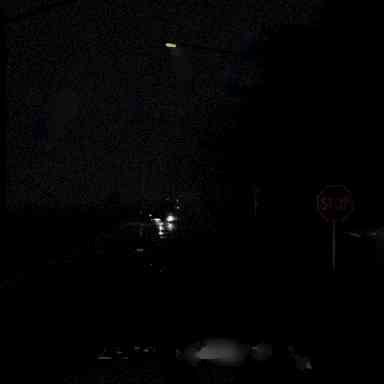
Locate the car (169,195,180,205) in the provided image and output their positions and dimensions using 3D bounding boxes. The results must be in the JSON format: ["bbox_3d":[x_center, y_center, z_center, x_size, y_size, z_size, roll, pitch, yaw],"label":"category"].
[{"bbox_3d":[-3.054,1.265,55.730,2.097,1.767,4.553,0,1,0],"label":"car"}]

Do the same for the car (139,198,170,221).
[{"bbox_3d":[-3.099,1.503,27.222,1.837,1.490,4.892,0,0,0],"label":"car"}]

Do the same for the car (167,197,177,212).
[{"bbox_3d":[-3.098,1.595,38.273,1.895,1.301,4.718,0,0,0],"label":"car"}]
